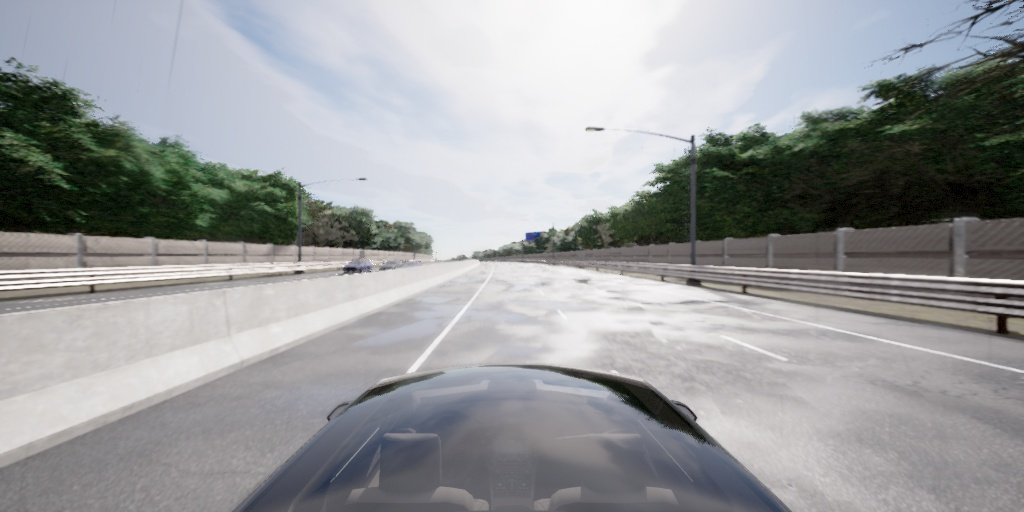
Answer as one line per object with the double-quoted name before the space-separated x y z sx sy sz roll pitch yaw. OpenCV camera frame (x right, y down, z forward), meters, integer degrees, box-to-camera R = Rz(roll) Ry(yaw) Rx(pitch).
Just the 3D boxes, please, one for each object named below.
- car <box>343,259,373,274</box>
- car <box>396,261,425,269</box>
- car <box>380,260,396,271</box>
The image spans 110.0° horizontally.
"car" -18.231 1.168 42.644 2.097 1.767 4.553 0 0 -1
"car" -11.182 1.355 40.888 2.033 1.411 5.357 0 0 -1
"car" -14.789 1.319 44.494 1.837 1.490 4.892 0 0 -1
